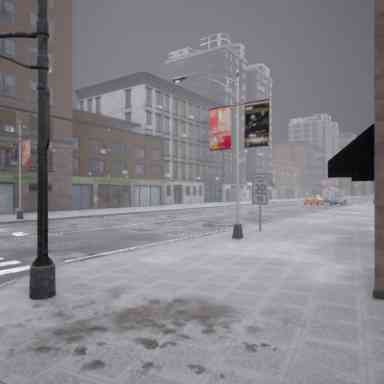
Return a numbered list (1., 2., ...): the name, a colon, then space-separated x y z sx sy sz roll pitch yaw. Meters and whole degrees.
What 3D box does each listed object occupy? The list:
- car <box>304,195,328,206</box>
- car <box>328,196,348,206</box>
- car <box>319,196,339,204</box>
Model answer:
1. car: 19.278 1.184 52.264 2.097 1.767 4.553 0 0 35
2. car: 22.706 1.378 51.480 2.033 1.411 5.357 0 0 34
3. car: 24.867 1.376 60.286 2.033 1.411 5.357 0 0 37
